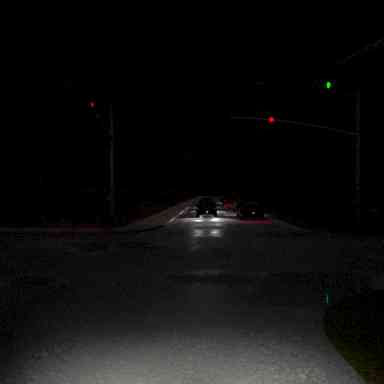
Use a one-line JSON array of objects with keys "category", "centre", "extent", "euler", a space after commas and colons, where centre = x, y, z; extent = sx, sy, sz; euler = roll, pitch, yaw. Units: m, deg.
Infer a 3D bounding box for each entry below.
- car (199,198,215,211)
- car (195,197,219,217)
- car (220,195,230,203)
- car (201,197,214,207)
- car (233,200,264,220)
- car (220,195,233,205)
[{"category": "car", "centre": [1.878, 1.475, 41.290], "extent": [1.837, 1.490, 4.892], "euler": [0, 0, 3]}, {"category": "car", "centre": [1.378, 1.473, 31.033], "extent": [1.837, 1.490, 4.892], "euler": [0, 0, 3]}, {"category": "car", "centre": [6.824, 1.477, 69.013], "extent": [1.837, 1.490, 4.892], "euler": [0, 0, 3]}, {"category": "car", "centre": [2.375, 1.534, 51.287], "extent": [1.994, 1.385, 4.181], "euler": [0, 0, 3]}, {"category": "car", "centre": [4.837, 1.446, 28.028], "extent": [1.882, 1.535, 5.008], "euler": [0, 0, 3]}, {"category": "car", "centre": [6.341, 1.572, 59.051], "extent": [1.895, 1.301, 4.718], "euler": [0, 0, 3]}]
